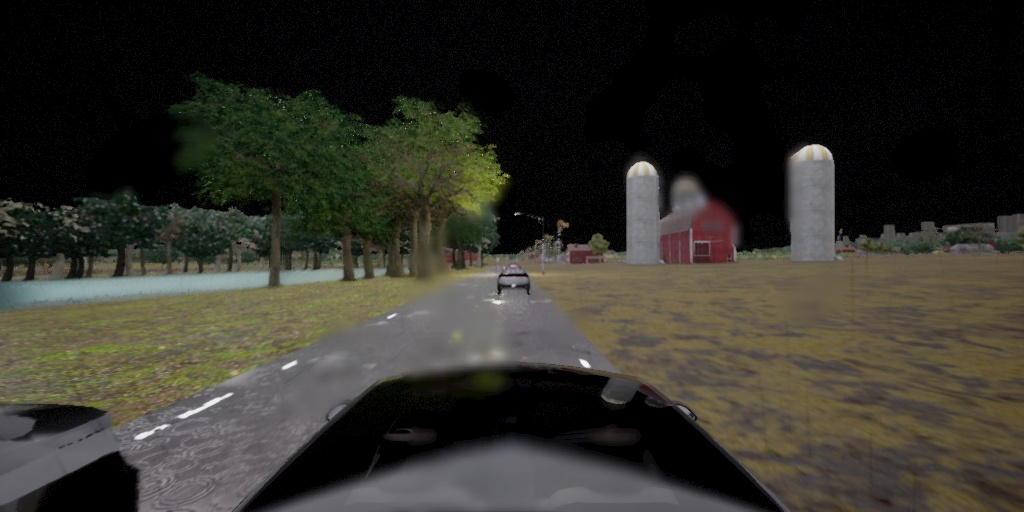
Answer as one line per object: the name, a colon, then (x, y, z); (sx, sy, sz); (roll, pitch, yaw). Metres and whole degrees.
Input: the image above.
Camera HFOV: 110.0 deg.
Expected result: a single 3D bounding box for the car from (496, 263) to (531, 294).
car: (0.094, 1.379, 21.283); (2.128, 1.511, 4.902); (0, 0, 0)
